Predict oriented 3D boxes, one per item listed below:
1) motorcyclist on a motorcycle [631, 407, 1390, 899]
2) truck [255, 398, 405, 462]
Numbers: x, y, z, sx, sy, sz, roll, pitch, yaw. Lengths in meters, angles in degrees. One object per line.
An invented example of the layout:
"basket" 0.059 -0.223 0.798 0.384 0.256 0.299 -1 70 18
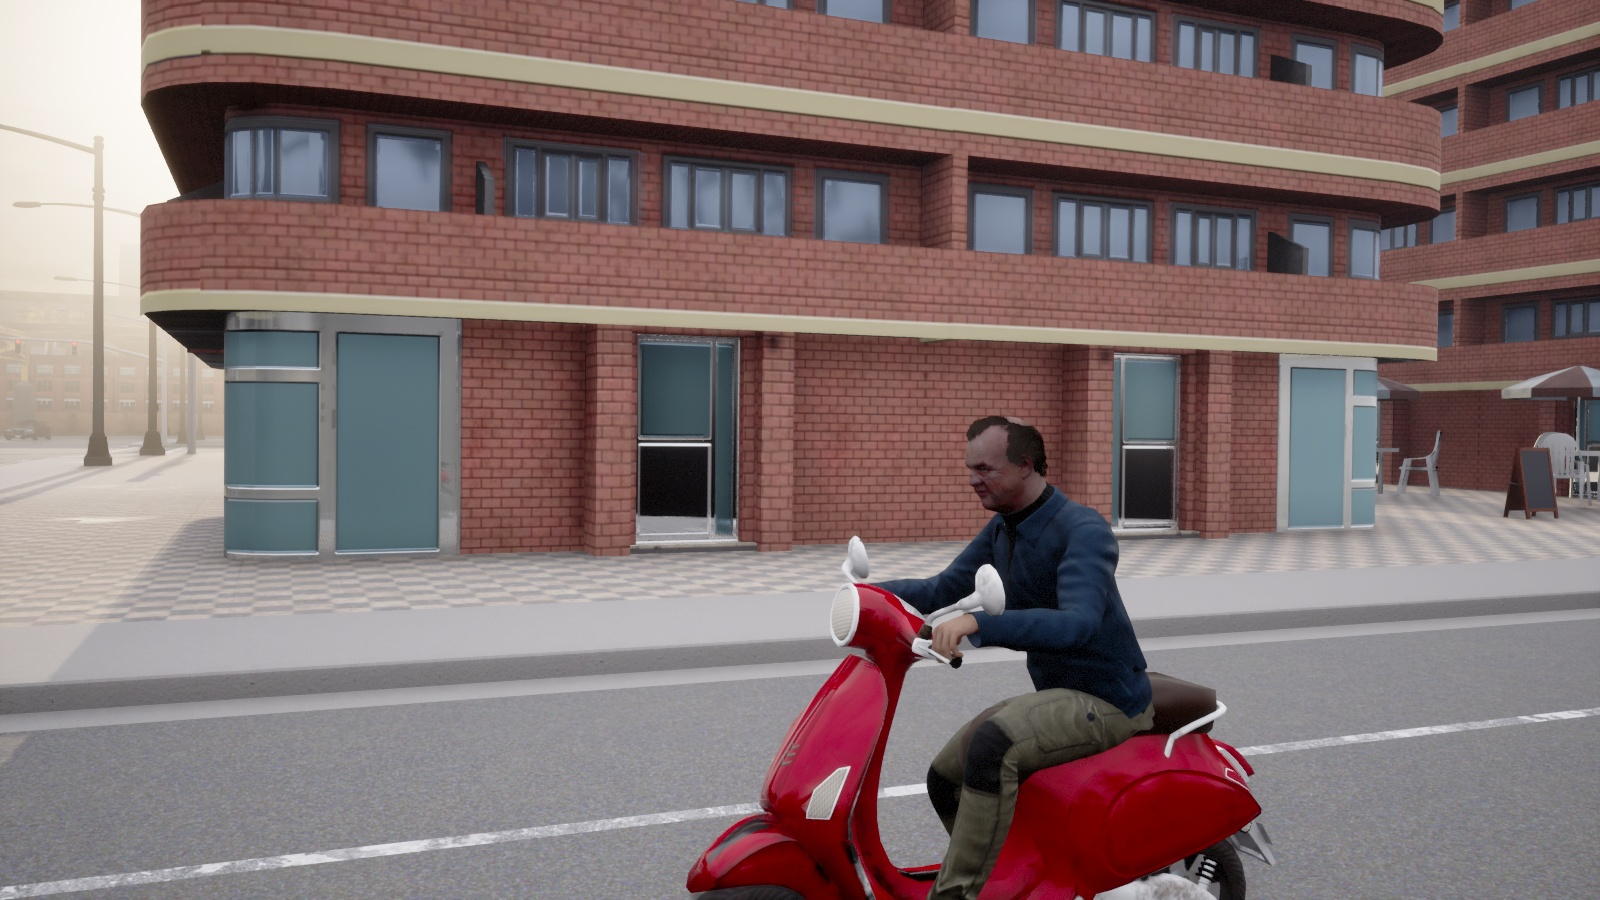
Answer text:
"motorcyclist on a motorcycle" 0.546 0.691 3.382 1.817 1.590 0.866 -1 1 -21
"truck" -27.304 -1.214 73.036 7.936 3.462 2.891 -2 1 -23
